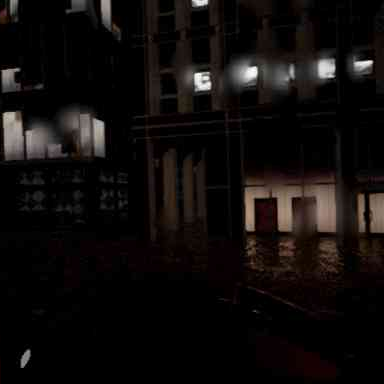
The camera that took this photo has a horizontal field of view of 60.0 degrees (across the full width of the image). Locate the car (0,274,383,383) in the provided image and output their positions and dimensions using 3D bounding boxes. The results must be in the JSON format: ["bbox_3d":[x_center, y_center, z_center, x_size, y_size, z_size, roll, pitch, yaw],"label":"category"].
[{"bbox_3d":[-0.476,1.515,3.144,4.507,1.381,1.887,-1,0,13],"label":"car"}]
